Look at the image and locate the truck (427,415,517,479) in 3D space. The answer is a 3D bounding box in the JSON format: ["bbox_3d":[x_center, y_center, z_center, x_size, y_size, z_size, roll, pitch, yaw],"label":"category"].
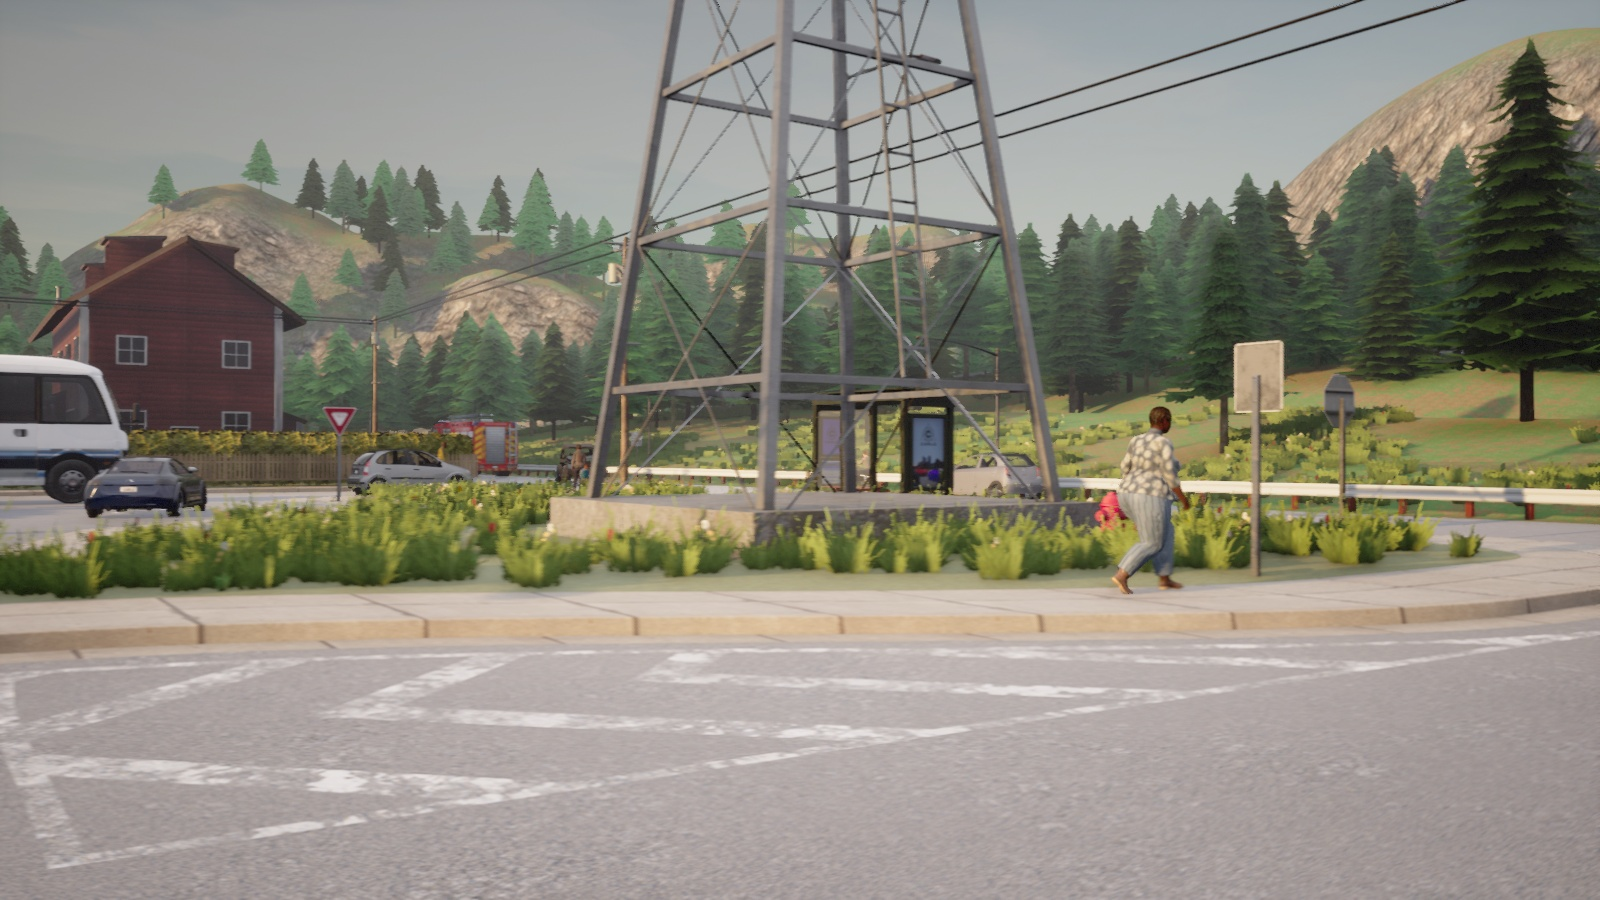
[{"bbox_3d":[-20.752,-0.182,79.058,2.891,3.827,8.468,0,0,-34],"label":"truck"}]

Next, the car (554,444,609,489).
[{"bbox_3d":[-9.569,0.696,54.750,1.905,1.878,3.866,0,0,-17],"label":"car"}]

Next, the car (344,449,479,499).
[{"bbox_3d":[-13.120,0.775,42.479,3.988,1.617,1.851,0,0,-37],"label":"car"}]

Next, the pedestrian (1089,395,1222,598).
[{"bbox_3d":[3.385,0.422,12.018,0.900,1.855,0.874,0,0,-16],"label":"pedestrian"}]

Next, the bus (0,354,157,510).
[{"bbox_3d":[-23.973,-0.495,35.117,10.273,4.253,3.944,0,0,-34],"label":"bus"}]

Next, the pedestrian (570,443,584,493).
[{"bbox_3d":[-8.169,0.660,45.972,0.328,1.805,0.869,0,0,-21],"label":"pedestrian"}]

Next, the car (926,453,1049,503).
[{"bbox_3d":[5.827,0.843,39.394,1.845,1.501,3.633,0,0,-34],"label":"car"}]

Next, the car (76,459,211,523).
[{"bbox_3d":[-15.452,0.914,29.777,1.994,1.385,4.181,0,0,-15],"label":"car"}]
